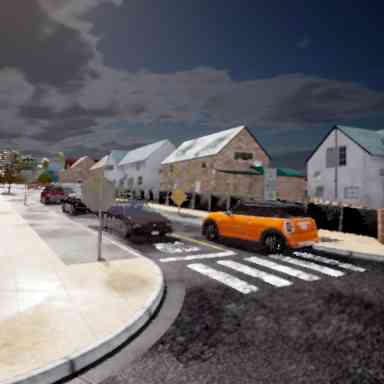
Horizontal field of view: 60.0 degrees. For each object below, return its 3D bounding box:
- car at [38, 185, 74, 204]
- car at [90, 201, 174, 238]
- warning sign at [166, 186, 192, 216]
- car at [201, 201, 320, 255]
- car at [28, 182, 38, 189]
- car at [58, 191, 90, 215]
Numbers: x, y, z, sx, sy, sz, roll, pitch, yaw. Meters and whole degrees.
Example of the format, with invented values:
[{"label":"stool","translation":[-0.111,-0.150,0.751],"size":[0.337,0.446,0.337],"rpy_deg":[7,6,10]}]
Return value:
[{"label":"car","translation":[-13.427,0.218,32.570],"size":[2.097,1.767,4.553],"rpy_deg":[1,1,-31]},{"label":"car","translation":[-2.793,1.117,15.206],"size":[2.033,1.411,5.357],"rpy_deg":[1,2,-31]},{"label":"warning sign","translation":[-0.876,0.585,22.272],"size":[1.300,1.860,1.060],"rpy_deg":[-2,0,-32]},{"label":"car","translation":[2.425,1.126,12.777],"size":[2.097,1.767,4.553],"rpy_deg":[1,1,-40]},{"label":"car","translation":[-38.787,-1.660,81.109],"size":[2.097,1.767,4.553],"rpy_deg":[-2,2,-32]},{"label":"car","translation":[-7.844,0.837,23.442],"size":[1.895,1.301,4.718],"rpy_deg":[1,1,-31]}]
